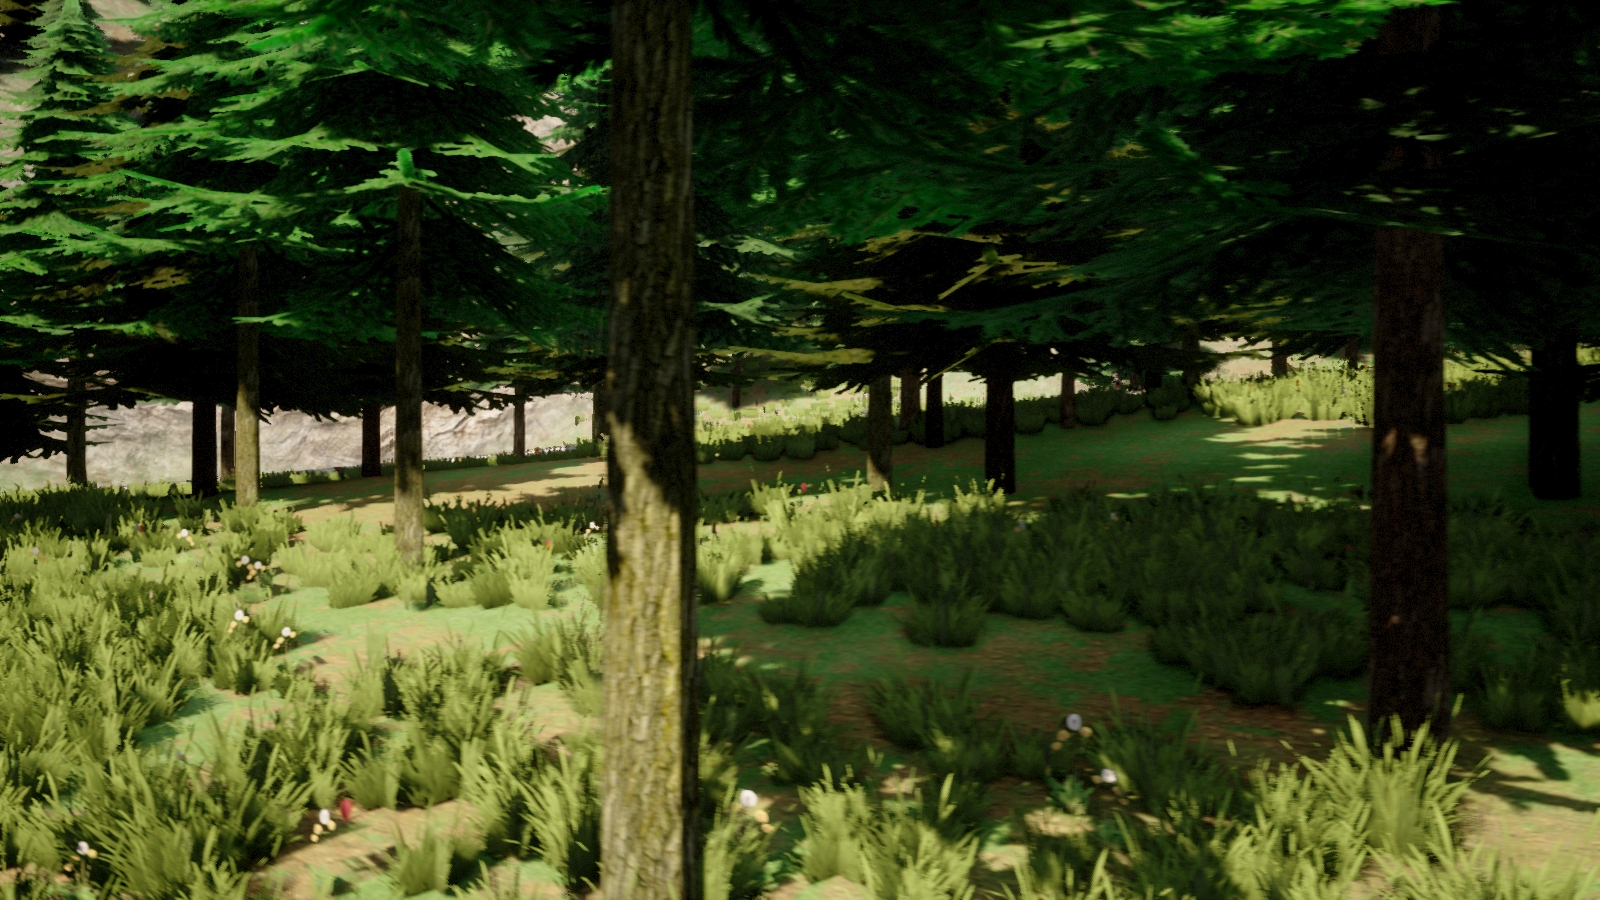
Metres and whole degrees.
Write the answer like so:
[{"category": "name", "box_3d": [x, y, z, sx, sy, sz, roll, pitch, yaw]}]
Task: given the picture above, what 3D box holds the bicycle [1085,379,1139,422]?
[{"category": "bicycle", "box_3d": [11.830, -1.873, 43.351, 1.835, 1.471, 0.329, -5, -2, 28]}]
